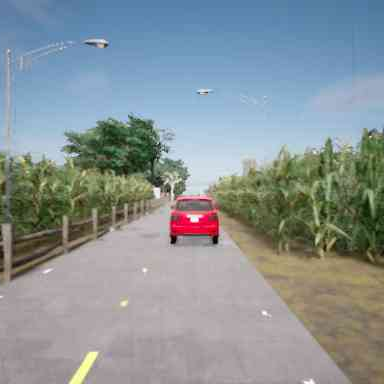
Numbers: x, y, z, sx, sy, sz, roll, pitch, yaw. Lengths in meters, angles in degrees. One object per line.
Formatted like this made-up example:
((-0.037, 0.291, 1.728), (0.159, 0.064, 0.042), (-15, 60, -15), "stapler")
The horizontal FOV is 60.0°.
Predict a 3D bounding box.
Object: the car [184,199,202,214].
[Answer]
((0.112, 1.542, 36.432), (1.837, 1.490, 4.892), (0, 0, 0), "car")

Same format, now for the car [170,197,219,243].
((0.105, 1.236, 16.292), (2.150, 2.045, 5.566), (0, 0, 0), "car")
